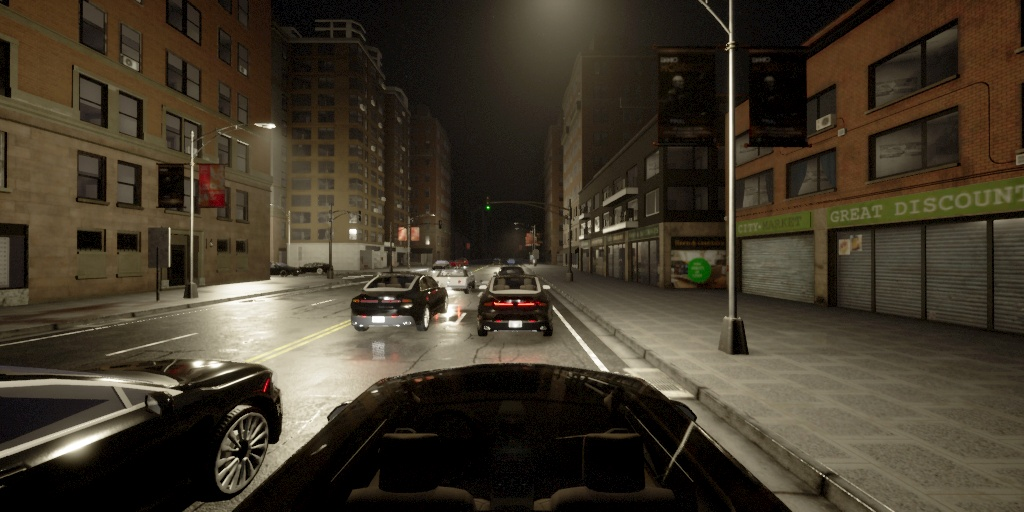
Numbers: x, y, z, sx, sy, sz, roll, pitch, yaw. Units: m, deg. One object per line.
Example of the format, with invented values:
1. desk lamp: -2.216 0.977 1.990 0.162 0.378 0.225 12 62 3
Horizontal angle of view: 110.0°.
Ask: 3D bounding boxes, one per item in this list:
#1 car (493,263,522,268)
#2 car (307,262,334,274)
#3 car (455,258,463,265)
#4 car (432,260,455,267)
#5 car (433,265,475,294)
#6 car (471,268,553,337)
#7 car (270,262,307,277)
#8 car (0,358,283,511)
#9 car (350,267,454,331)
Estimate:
1. car: -0.036 1.278 19.592 1.812 1.442 4.674 0 0 0
2. car: -22.229 1.347 40.000 4.313 1.339 1.948 0 0 0
3. car: -9.950 1.377 60.496 1.895 1.301 4.718 0 0 0
4. car: -9.951 1.316 50.897 2.033 1.411 5.357 0 0 0
5. car: -3.190 1.354 20.313 1.895 1.301 4.718 0 0 0
6. car: 0.081 1.256 10.335 1.837 1.490 4.892 0 0 0
7. car: -22.611 1.316 34.519 4.181 1.385 1.994 0 0 0
8. car: -3.153 1.242 1.538 2.128 1.511 4.902 0 0 0
9. car: -3.170 1.256 10.926 1.837 1.490 4.892 0 0 0
